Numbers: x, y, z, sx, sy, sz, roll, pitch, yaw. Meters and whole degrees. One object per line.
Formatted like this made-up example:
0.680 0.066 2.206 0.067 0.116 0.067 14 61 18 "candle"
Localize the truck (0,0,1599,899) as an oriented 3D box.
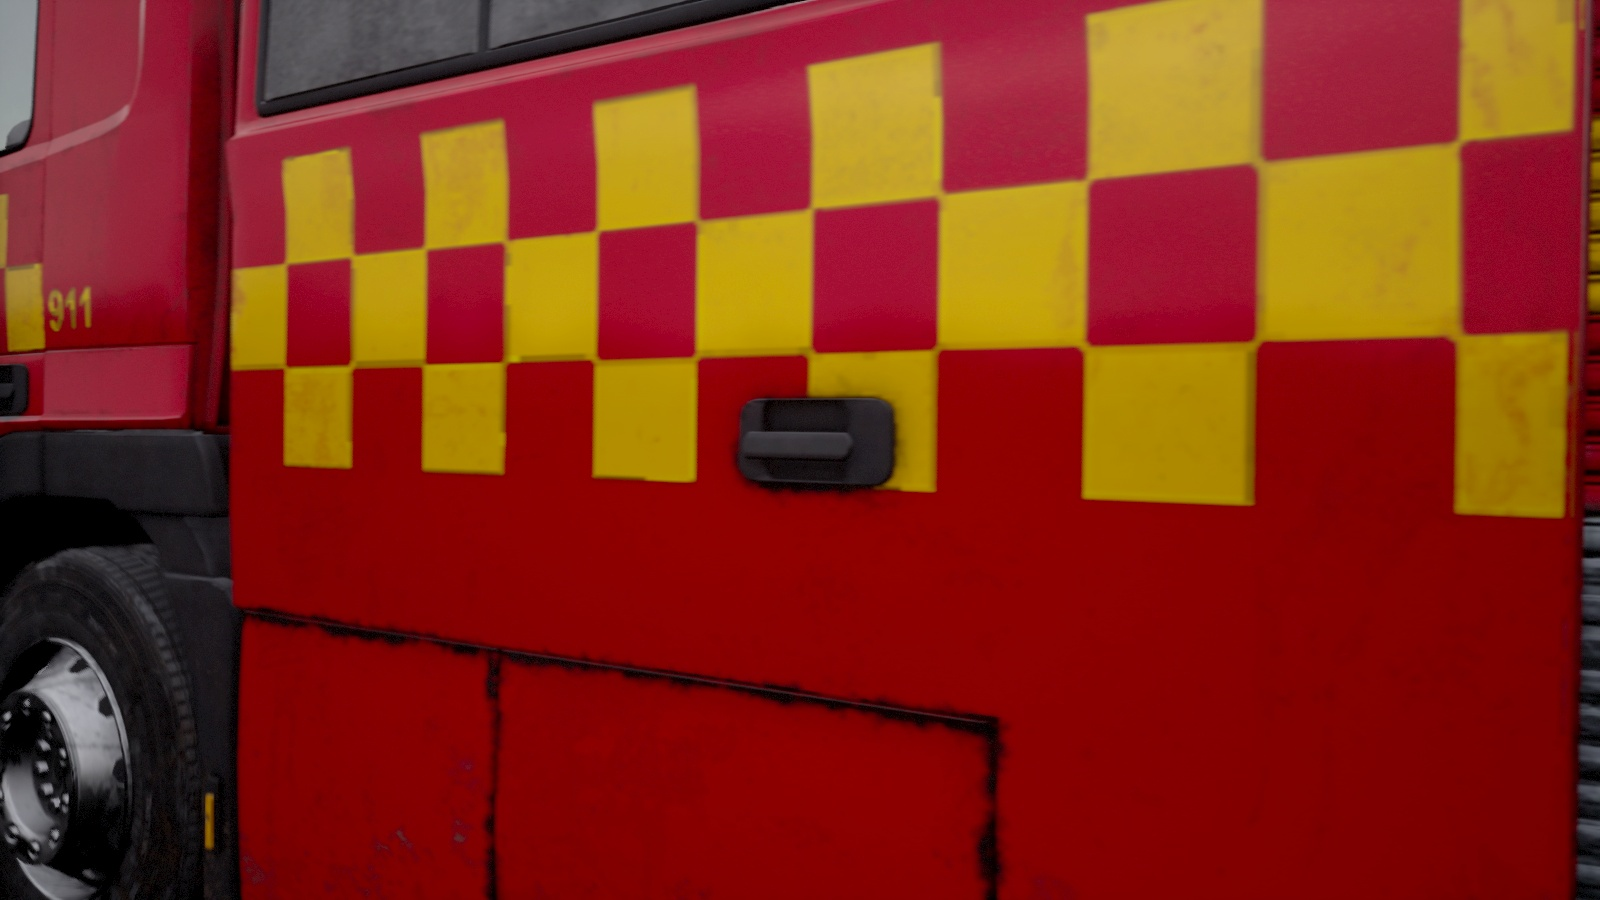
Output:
0.761 -0.486 3.096 8.468 3.827 2.891 0 1 34 "truck"
